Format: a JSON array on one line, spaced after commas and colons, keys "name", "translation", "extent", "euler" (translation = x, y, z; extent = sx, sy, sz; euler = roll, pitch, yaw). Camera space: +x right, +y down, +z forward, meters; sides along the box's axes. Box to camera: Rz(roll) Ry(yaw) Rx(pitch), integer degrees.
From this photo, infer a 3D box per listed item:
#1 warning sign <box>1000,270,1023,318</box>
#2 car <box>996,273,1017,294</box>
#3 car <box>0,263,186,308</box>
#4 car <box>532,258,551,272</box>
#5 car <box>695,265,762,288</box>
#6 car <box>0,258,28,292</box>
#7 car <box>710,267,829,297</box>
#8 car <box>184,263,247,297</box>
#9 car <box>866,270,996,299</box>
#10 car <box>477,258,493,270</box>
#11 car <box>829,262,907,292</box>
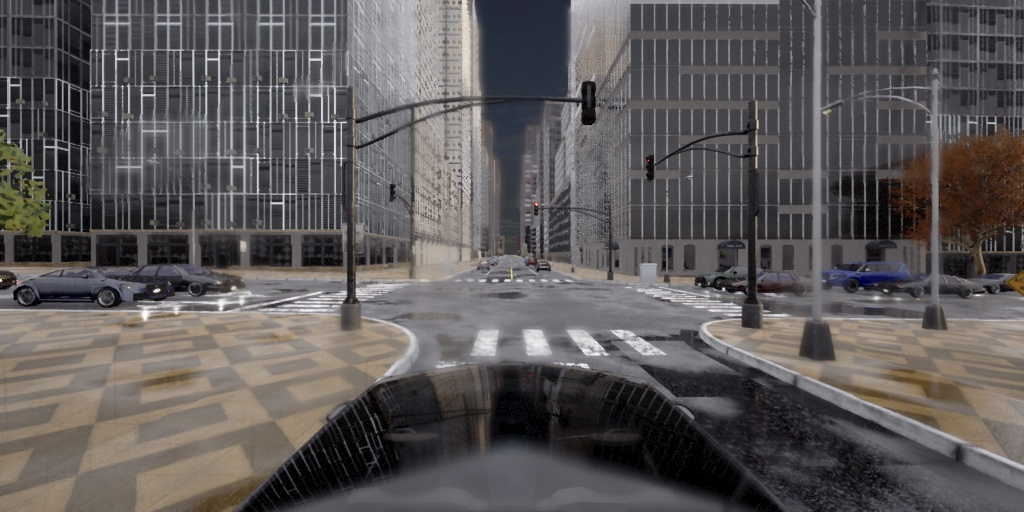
[{"name": "warning sign", "translation": [17.274, 1.204, 11.872], "extent": [1.060, 1.860, 1.300], "euler": [0, 0, -3]}, {"name": "car", "translation": [34.567, 1.942, 25.384], "extent": [5.357, 1.411, 2.033], "euler": [1, 0, -3]}, {"name": "car", "translation": [-15.079, 1.063, 13.122], "extent": [4.181, 1.385, 1.994], "euler": [1, 0, -3]}, {"name": "car", "translation": [3.924, 1.328, 45.673], "extent": [1.948, 1.339, 4.313], "euler": [0, 0, 0]}, {"name": "car", "translation": [14.996, 1.396, 24.479], "extent": [4.553, 1.767, 2.097], "euler": [1, 0, -3]}, {"name": "car", "translation": [-25.275, 0.816, 15.905], "extent": [4.892, 1.490, 1.837], "euler": [1, 0, -3]}, {"name": "car", "translation": [15.128, 1.595, 21.230], "extent": [5.357, 1.411, 2.033], "euler": [1, 0, -3]}, {"name": "car", "translation": [-15.353, 1.040, 16.397], "extent": [5.357, 1.411, 2.033], "euler": [1, 0, 0]}, {"name": "car", "translation": [25.187, 1.775, 21.699], "extent": [5.357, 1.411, 2.033], "euler": [1, 0, -3]}, {"name": "car", "translation": [-4.030, 1.342, 51.165], "extent": [1.802, 1.307, 4.207], "euler": [0, 0, 0]}, {"name": "car", "translation": [24.339, 1.433, 24.911], "extent": [5.566, 2.045, 2.150], "euler": [1, 0, -3]}]
